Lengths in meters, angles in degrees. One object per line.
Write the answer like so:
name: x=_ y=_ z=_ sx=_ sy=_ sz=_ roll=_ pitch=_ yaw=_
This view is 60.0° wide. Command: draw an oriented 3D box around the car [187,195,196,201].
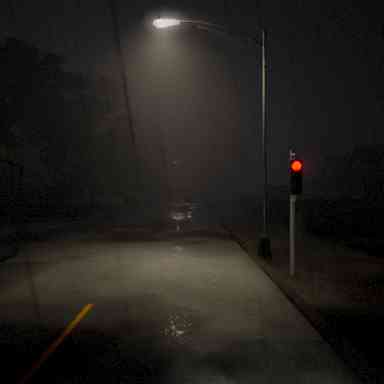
car: x=-0.084 y=1.389 z=77.534 sx=1.895 sy=1.301 sz=4.718 roll=0 pitch=0 yaw=0

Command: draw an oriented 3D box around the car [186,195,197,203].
car: x=-0.073 y=1.492 z=67.501 sx=1.812 sy=1.442 sz=4.674 roll=0 pitch=0 yaw=0
